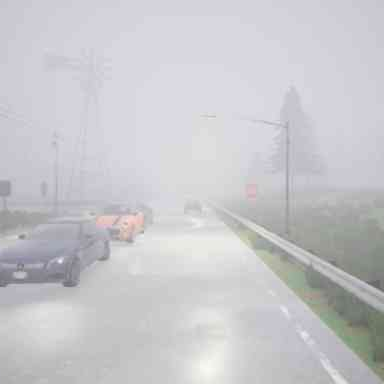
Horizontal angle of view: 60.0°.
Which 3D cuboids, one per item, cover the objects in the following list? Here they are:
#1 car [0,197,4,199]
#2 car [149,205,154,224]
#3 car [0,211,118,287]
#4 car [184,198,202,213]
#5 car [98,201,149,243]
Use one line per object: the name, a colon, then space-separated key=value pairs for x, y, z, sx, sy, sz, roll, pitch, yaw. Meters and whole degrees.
car: x=-32.300 y=1.261 z=55.360 sx=1.784 sy=1.438 sz=3.905 roll=0 pitch=0 yaw=0
car: x=-3.553 y=1.379 z=20.881 sx=1.882 sy=1.535 sz=5.008 roll=0 pitch=0 yaw=0
car: x=-3.597 y=1.482 z=9.308 sx=1.812 sy=1.442 sz=4.674 roll=0 pitch=0 yaw=0
car: x=0.091 y=1.383 z=34.980 sx=2.033 sy=1.411 sz=5.357 roll=0 pitch=0 yaw=0
car: x=-3.501 y=1.279 z=15.505 sx=2.097 sy=1.767 sz=4.553 roll=0 pitch=0 yaw=0
